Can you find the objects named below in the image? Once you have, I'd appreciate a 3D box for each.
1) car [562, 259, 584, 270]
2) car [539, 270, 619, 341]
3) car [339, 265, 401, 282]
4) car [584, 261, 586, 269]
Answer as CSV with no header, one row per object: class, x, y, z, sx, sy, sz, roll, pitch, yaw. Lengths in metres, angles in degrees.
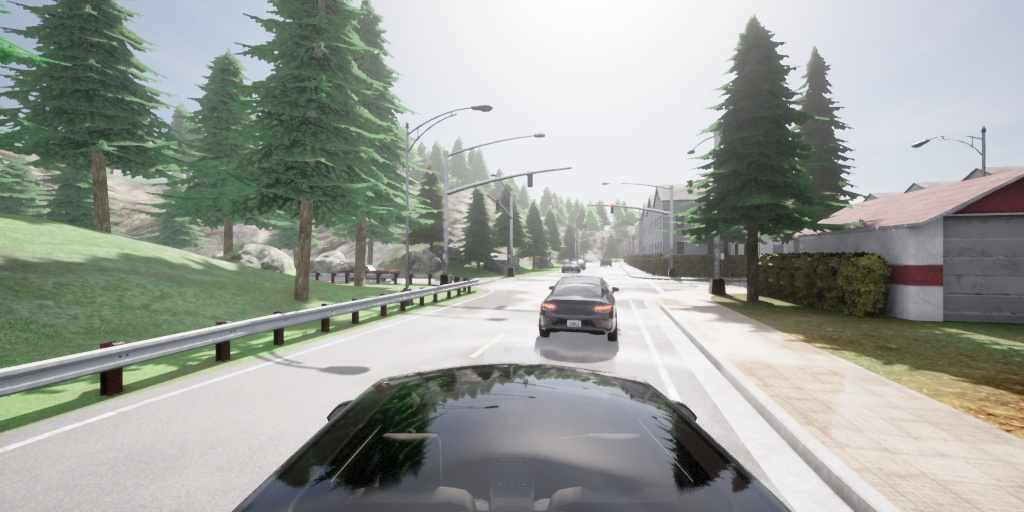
car,7.197,1.314,43.169,1.994,1.385,4.181,0,0,15
car,1.922,1.276,9.878,1.812,1.442,4.674,0,0,15
car,-11.319,1.366,28.870,4.718,1.301,1.895,0,0,15
car,9.867,1.241,52.862,2.128,1.511,4.902,0,0,15
